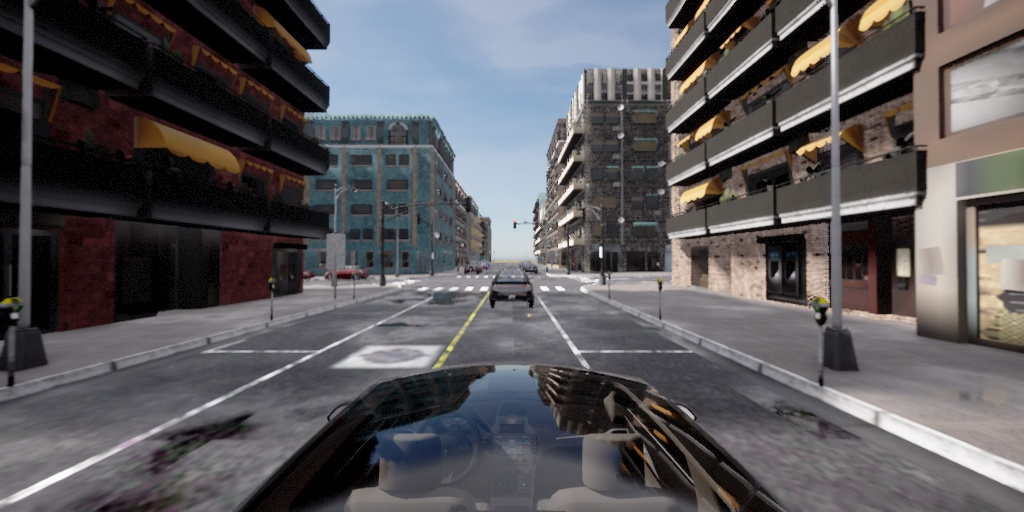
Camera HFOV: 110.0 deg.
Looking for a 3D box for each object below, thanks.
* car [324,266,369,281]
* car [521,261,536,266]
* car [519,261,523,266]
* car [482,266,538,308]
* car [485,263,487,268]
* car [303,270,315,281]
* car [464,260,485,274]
[{"bbox_3d":[-16.915,1.715,36.651,4.097,1.591,1.967,0,0,0],"label":"car"},{"bbox_3d":[2.552,1.751,48.810,1.948,1.339,4.313,0,0,0],"label":"car"},{"bbox_3d":[2.549,1.866,59.914,1.802,1.307,4.207,0,0,0],"label":"car"},{"bbox_3d":[0.001,1.378,16.165,2.128,1.511,4.902,0,0,0],"label":"car"},{"bbox_3d":[-5.330,1.780,54.360,1.888,1.381,4.507,0,0,0],"label":"car"},{"bbox_3d":[-22.464,1.927,36.688,4.207,1.307,1.802,0,0,0],"label":"car"},{"bbox_3d":[-5.328,1.500,48.808,2.192,1.841,5.009,0,0,0],"label":"car"}]
